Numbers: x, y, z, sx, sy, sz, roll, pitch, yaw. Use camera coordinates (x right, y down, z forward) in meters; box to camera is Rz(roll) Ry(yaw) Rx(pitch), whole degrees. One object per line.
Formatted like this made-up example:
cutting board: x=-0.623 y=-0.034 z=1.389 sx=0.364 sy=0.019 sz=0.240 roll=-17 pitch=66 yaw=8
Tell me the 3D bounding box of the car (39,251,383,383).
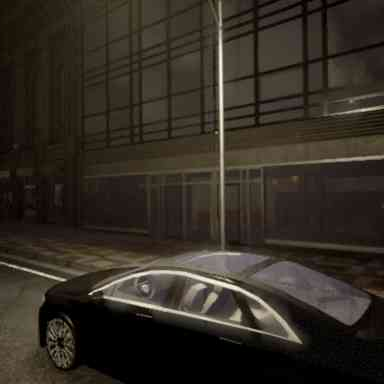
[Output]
car: x=0.077 y=1.493 z=4.006 sx=4.902 sy=1.511 sz=2.128 roll=0 pitch=0 yaw=36
